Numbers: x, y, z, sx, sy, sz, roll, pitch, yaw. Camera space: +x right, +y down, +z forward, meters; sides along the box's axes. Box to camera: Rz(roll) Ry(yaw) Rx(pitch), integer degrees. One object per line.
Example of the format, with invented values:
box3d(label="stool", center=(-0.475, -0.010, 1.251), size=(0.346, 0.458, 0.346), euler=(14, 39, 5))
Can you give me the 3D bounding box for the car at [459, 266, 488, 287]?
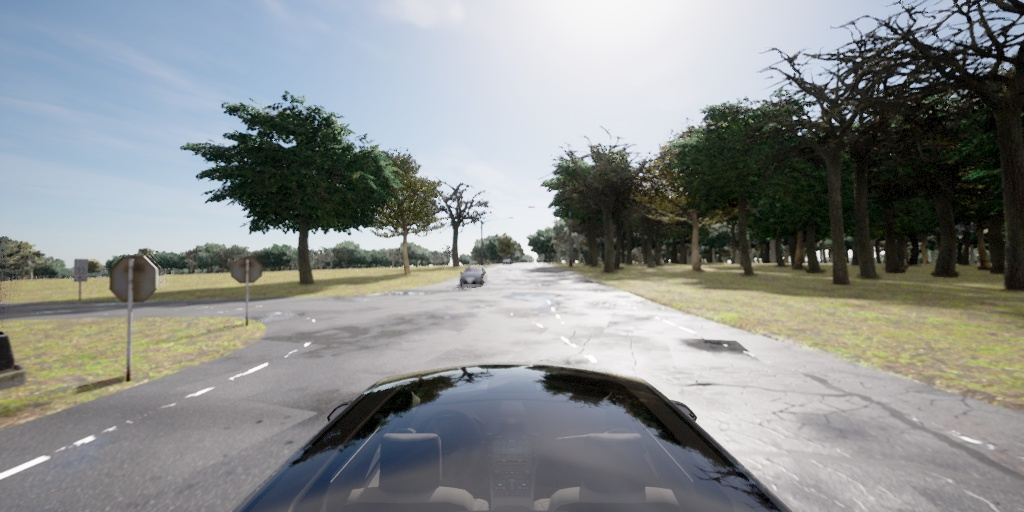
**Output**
box3d(label="car", center=(-3.068, 1.595, 29.170), size=(2.128, 1.511, 4.902), euler=(-1, 1, 2))
